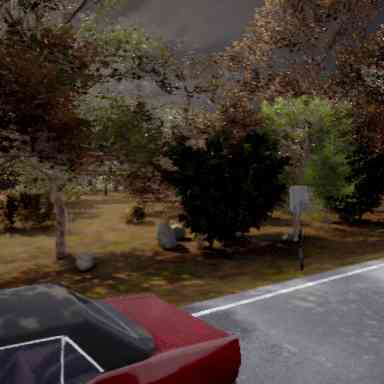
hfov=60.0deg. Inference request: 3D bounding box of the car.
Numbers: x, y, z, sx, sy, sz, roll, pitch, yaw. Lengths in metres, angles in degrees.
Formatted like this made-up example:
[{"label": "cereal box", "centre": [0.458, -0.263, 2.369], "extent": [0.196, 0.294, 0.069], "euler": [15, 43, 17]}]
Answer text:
[{"label": "car", "centre": [-1.924, 1.601, 2.608], "extent": [4.718, 1.301, 1.895], "euler": [0, 0, -35]}]
